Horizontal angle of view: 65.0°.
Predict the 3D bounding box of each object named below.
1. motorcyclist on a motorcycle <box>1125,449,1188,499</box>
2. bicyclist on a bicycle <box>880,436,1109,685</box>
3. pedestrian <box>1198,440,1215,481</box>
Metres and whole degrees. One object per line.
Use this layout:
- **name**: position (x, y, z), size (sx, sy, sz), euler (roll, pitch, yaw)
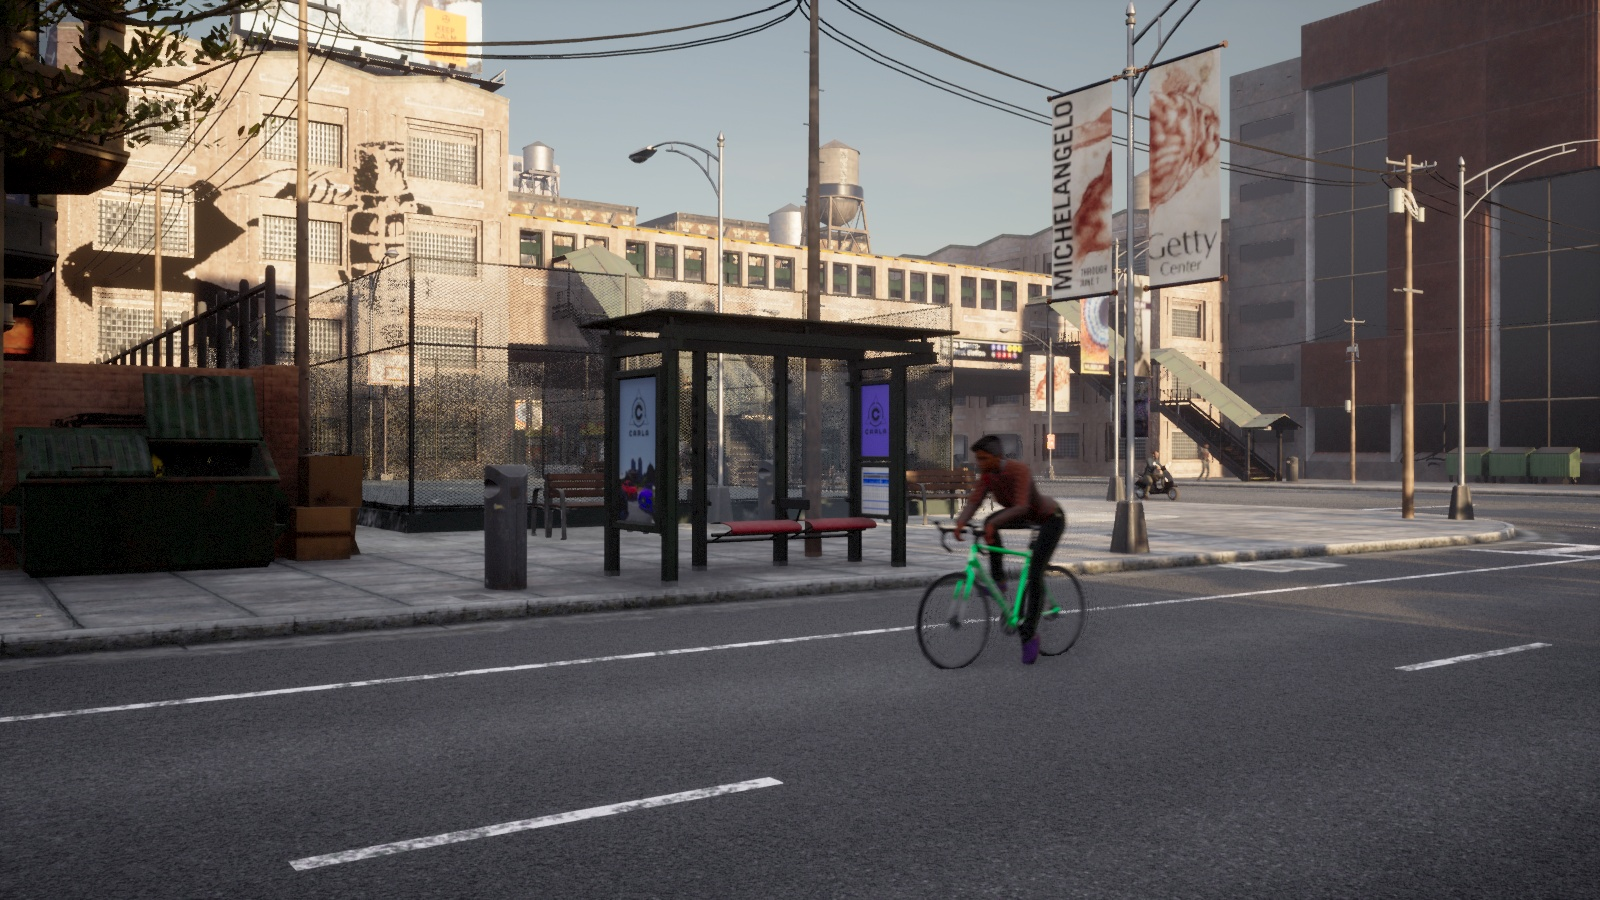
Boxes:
- **motorcyclist on a motorcycle**: position (11.545, 0.773, 40.714), size (0.866, 1.590, 1.817), euler (0, 0, -34)
- **bicyclist on a bicycle**: position (1.400, 0.716, 8.905), size (1.656, 1.620, 0.582), euler (0, 0, -35)
- **pedestrian**: position (19.130, 0.506, 59.152), size (0.402, 1.930, 0.666), euler (0, 0, -32)
